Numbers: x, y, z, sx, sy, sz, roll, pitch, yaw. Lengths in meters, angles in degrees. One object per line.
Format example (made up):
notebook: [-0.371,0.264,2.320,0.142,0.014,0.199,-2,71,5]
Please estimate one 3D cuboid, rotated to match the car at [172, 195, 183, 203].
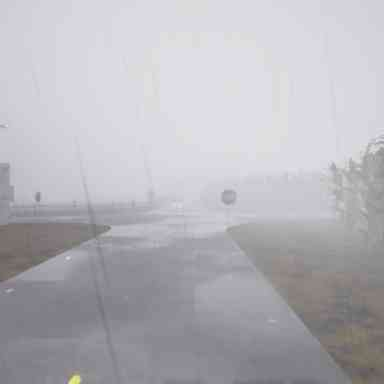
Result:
car: [-2.761,1.344,63.746,2.128,1.511,4.902,0,0,1]
